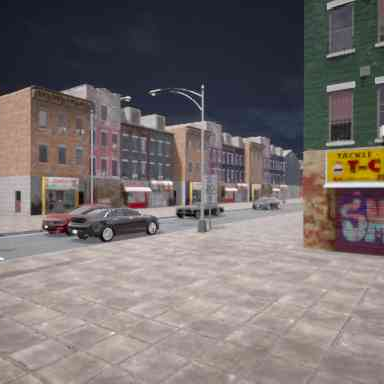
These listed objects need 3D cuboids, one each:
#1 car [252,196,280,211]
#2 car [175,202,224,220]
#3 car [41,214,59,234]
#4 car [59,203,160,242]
[{"bbox_3d":[8.516,1.301,37.972,1.837,1.490,4.892,0,1,36],"label":"car"},{"bbox_3d":[0.683,1.468,27.090,1.895,1.301,4.718,0,0,36],"label":"car"},{"bbox_3d":[-5.672,1.403,18.210,1.882,1.535,5.008,0,0,34],"label":"car"},{"bbox_3d":[-3.602,1.443,16.217,1.837,1.490,4.892,0,0,36],"label":"car"}]
